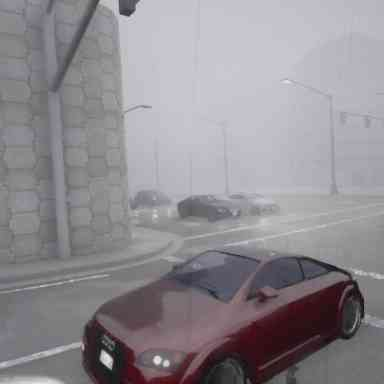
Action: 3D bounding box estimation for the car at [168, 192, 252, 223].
[{"bbox_3d":[0.933,0.935,20.244,2.128,1.511,4.902,-5,3,-35],"label":"car"}]

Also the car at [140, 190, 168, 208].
[{"bbox_3d":[-3.964,0.558,33.222,2.097,1.767,4.553,-5,3,-35],"label":"car"}]

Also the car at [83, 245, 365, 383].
[{"bbox_3d":[0.659,1.524,4.733,4.181,1.385,1.994,-2,1,-38],"label":"car"}]

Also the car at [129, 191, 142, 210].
[{"bbox_3d":[-6.832,0.968,31.256,1.812,1.442,4.674,-5,3,-35],"label":"car"}]

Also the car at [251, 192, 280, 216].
[{"bbox_3d":[3.714,0.734,22.410,1.812,1.442,4.674,-5,3,-36],"label":"car"}]
